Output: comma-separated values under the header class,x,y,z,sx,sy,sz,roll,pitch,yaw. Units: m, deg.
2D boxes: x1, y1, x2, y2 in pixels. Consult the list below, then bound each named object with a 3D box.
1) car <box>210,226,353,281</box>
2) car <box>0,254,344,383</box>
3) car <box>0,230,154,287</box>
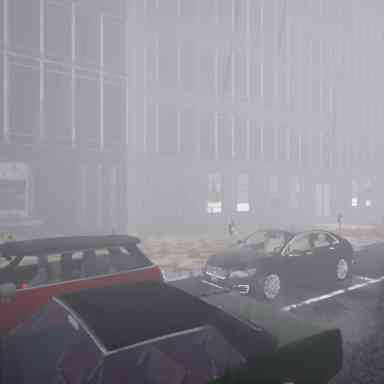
class,x,y,z,sx,sy,sz,roll,pitch,yaw
car,2.239,1.550,8.167,4.403,1.369,2.008,0,0,-36
car,-0.849,1.601,2.774,4.718,1.301,1.895,0,0,-36
car,-2.391,1.440,4.856,4.097,1.590,1.967,0,0,-36
